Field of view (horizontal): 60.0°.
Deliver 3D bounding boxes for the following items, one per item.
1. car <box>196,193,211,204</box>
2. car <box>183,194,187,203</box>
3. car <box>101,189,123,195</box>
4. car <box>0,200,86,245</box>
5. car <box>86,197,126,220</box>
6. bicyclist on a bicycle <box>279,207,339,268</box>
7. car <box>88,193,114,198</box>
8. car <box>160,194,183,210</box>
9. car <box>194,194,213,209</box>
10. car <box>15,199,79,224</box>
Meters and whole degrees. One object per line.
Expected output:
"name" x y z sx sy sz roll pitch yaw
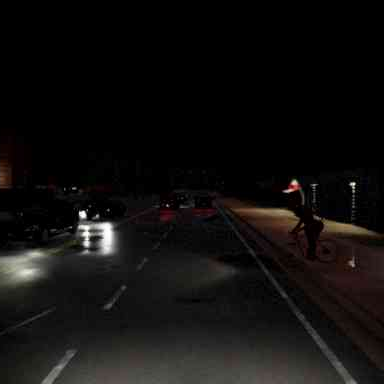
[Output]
"car" 1.652 0.943 48.788 2.033 1.411 5.357 0 1 1
"car" -1.877 0.932 49.428 2.033 1.411 5.357 0 1 2
"car" -21.999 -0.015 92.673 4.605 1.855 1.932 0 1 2
"car" -6.661 1.286 14.816 1.882 1.535 5.008 0 1 2
"car" -6.323 1.287 24.735 1.895 1.301 4.718 0 1 2
"bicyclist on a bicycle" 3.140 1.226 9.086 1.656 1.620 0.582 -6 0 2
"car" -9.509 1.141 33.316 1.994 1.385 4.181 0 1 3
"car" -2.325 1.062 35.543 1.837 1.490 4.892 0 1 2
"car" 1.279 1.028 37.401 2.128 1.511 4.902 0 1 2
"car" -9.883 1.249 23.265 2.033 1.411 5.357 0 1 2
